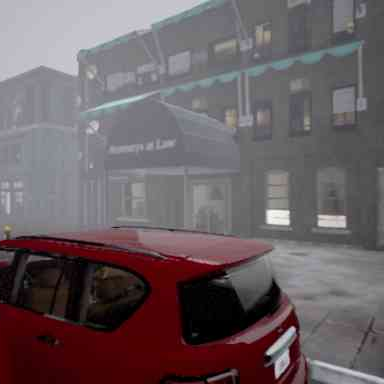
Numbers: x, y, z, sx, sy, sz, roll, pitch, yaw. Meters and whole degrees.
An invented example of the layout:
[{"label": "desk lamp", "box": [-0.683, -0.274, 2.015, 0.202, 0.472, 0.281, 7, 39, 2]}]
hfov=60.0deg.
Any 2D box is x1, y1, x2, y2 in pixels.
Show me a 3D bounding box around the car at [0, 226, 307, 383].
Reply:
[{"label": "car", "box": [-1.296, 1.334, 3.795, 5.009, 1.841, 2.192, 0, 0, 35]}]
